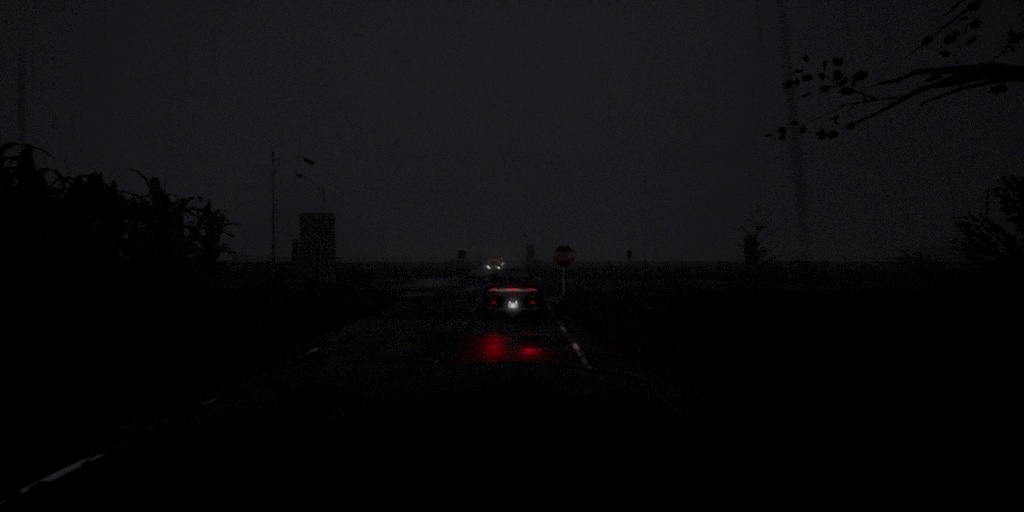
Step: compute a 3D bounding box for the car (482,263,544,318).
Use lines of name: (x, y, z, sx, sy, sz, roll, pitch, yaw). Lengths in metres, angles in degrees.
car: (0.045, 1.171, 12.531, 2.128, 1.511, 4.902, 0, 0, 0)

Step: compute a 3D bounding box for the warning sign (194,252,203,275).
warning sign: (-24.175, 0.595, 27.780, 1.060, 1.860, 1.300, 0, 0, 0)

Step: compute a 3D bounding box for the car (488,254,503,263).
car: (-2.823, 0.789, 57.361, 1.882, 1.535, 5.008, 0, 1, 0)
